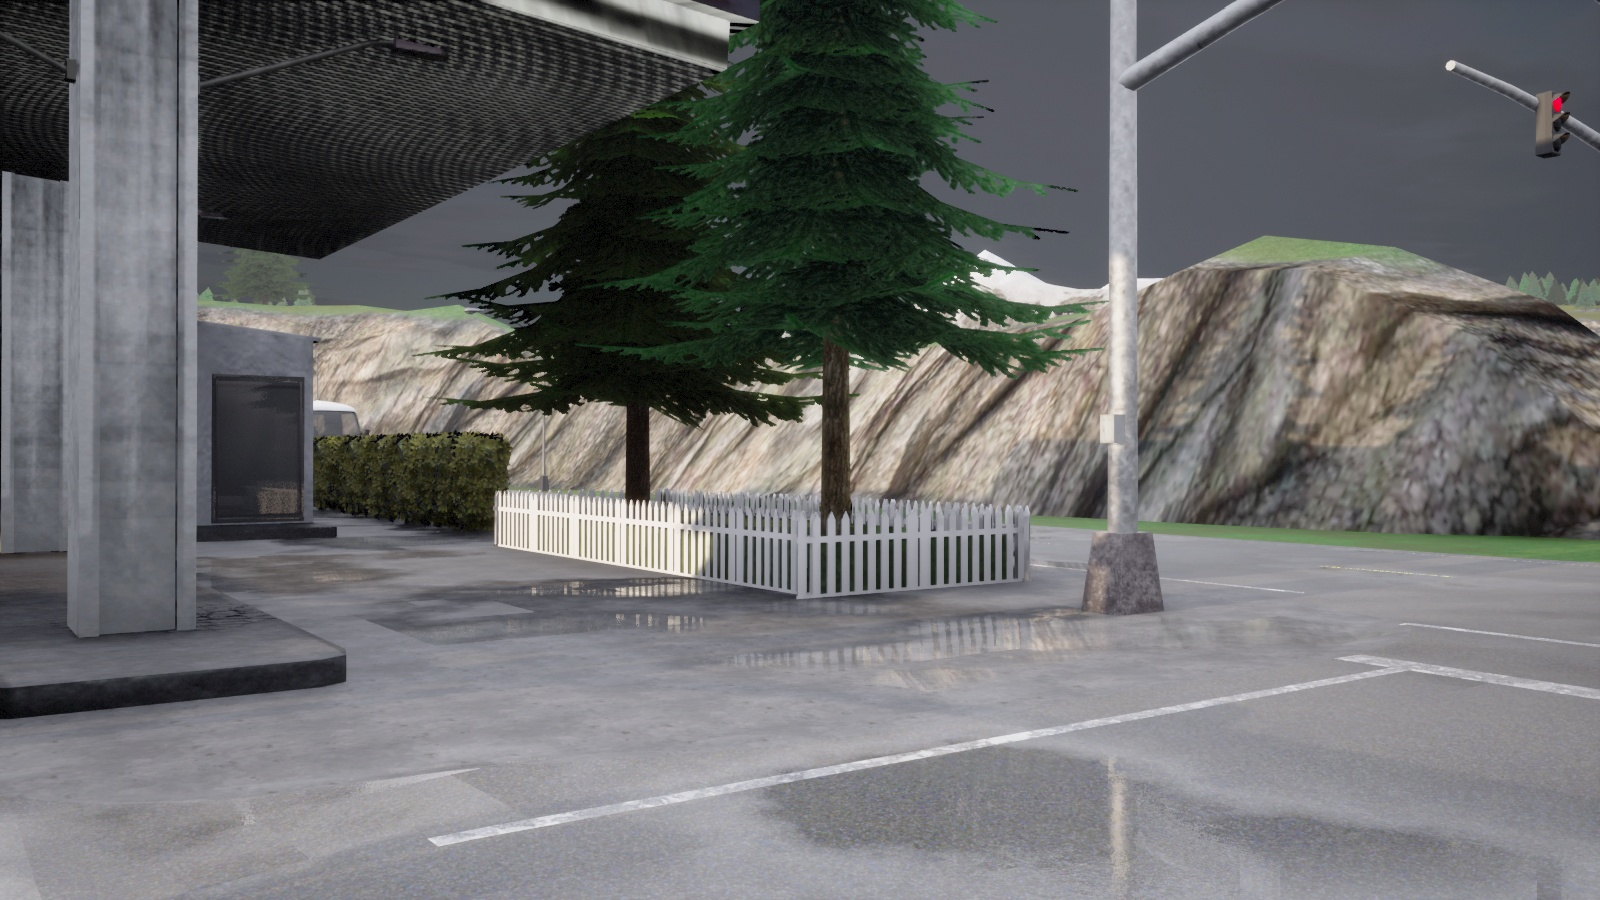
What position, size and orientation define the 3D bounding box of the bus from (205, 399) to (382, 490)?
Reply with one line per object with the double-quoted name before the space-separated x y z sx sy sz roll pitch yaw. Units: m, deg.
"bus" -25.689 -0.230 63.422 10.273 4.253 3.944 0 0 40
